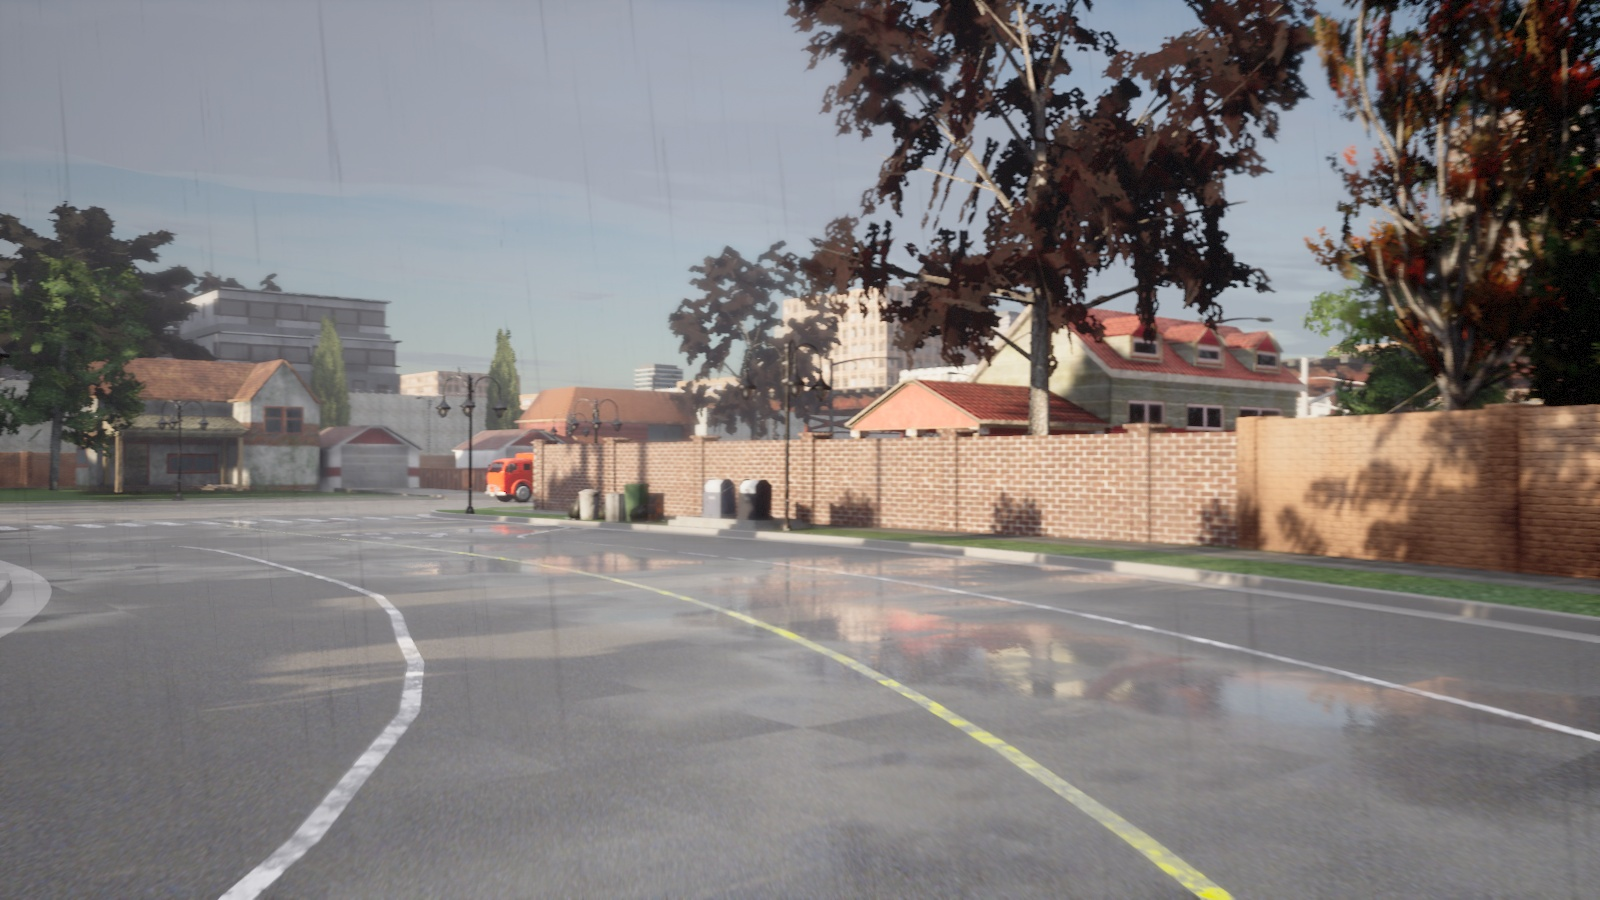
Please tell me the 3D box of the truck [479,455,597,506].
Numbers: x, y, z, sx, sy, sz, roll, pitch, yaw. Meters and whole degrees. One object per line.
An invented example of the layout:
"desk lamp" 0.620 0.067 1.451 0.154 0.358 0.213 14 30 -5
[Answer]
"truck" -13.228 1.501 63.523 5.204 2.467 2.627 0 -1 -40
